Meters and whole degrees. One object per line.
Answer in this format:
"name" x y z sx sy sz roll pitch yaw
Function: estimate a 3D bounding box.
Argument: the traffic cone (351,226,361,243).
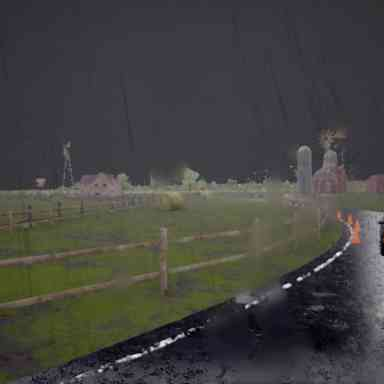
"traffic cone" 7.207 1.923 14.654 0.340 0.580 0.340 -1 0 31

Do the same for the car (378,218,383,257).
"car" 8.115 1.435 12.356 1.882 1.535 5.008 0 1 30

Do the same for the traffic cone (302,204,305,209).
"traffic cone" 14.273 1.825 42.484 0.340 0.580 0.340 -1 0 7

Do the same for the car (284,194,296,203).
"car" 18.853 1.218 64.405 2.128 1.511 4.902 -1 0 6

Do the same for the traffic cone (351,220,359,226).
"traffic cone" 9.366 1.909 18.854 0.340 0.580 0.340 -1 0 24

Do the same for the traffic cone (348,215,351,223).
"traffic cone" 11.071 1.894 23.289 0.340 0.580 0.340 -1 0 18
